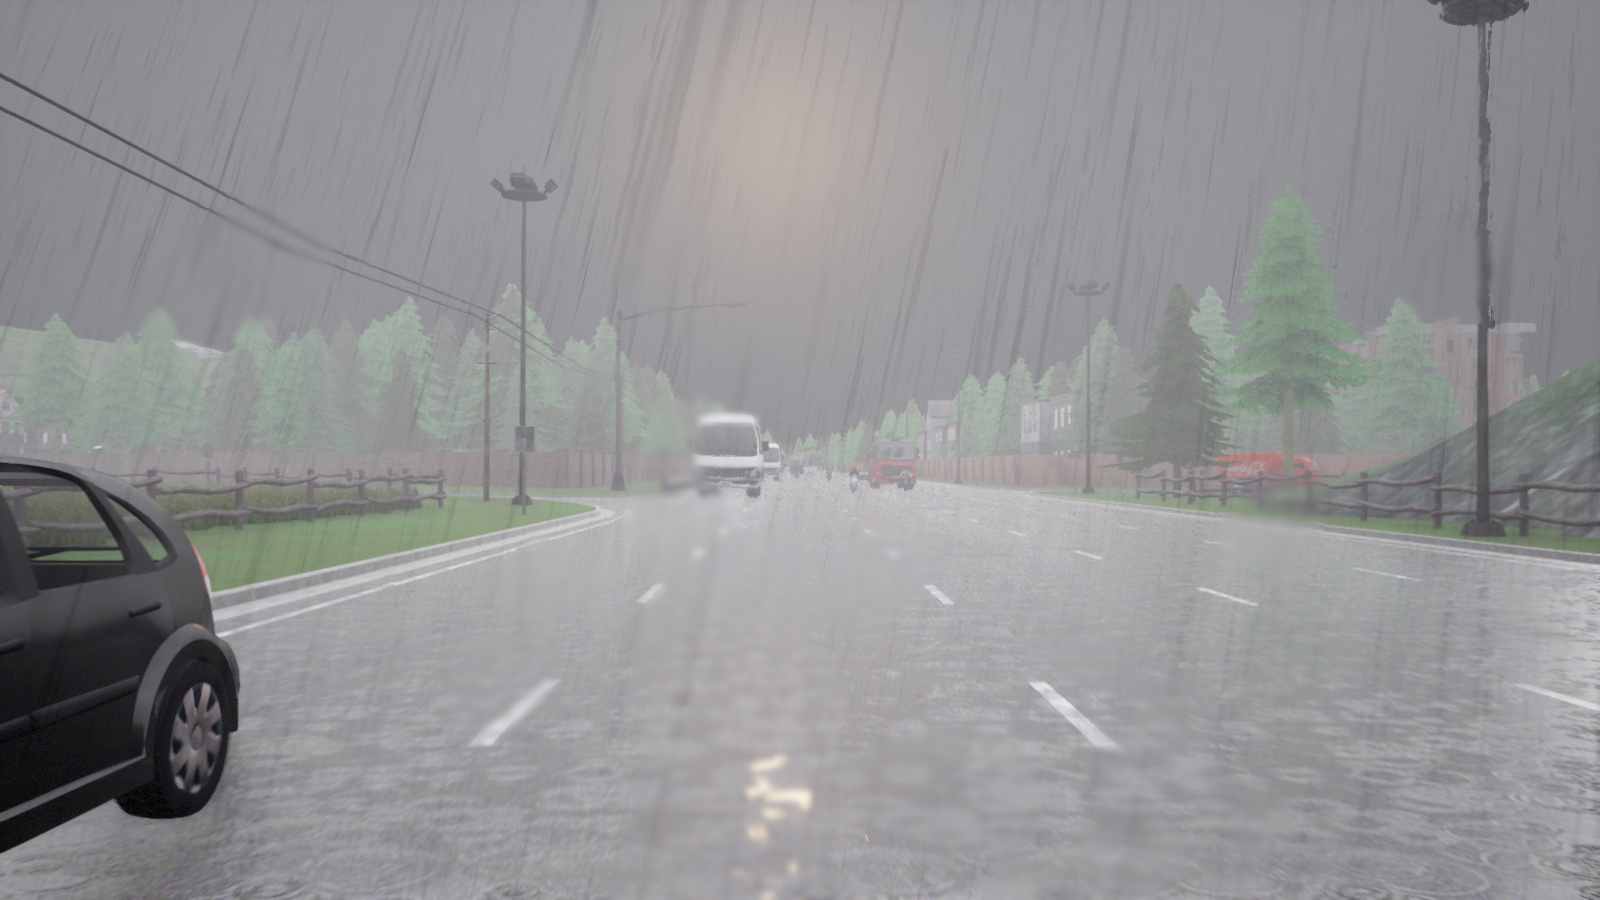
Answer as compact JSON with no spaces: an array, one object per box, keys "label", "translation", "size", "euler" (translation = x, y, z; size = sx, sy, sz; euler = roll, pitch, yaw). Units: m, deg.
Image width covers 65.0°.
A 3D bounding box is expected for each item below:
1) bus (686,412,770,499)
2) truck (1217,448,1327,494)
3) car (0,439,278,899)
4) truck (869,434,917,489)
[{"label":"bus","translation":[-3.665,0.350,66.993],"size":[3.944,4.253,10.273],"euler":[0,-1,0]},{"label":"truck","translation":[26.285,1.160,69.988],"size":[5.204,2.467,2.627],"euler":[-1,-1,38]},{"label":"car","translation":[-3.511,0.777,4.227],"size":[1.851,1.617,3.988],"euler":[0,-1,0]},{"label":"truck","translation":[6.775,0.864,92.549],"size":[2.891,3.827,8.468],"euler":[0,-1,0]}]
